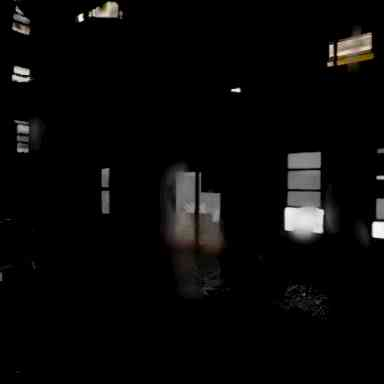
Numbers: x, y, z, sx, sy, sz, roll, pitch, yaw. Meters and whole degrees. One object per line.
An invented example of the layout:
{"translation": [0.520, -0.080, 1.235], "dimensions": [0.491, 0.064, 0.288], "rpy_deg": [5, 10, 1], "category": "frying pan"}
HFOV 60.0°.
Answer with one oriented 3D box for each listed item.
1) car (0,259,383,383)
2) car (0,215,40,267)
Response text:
{"translation": [-0.243, 1.565, 2.884], "dimensions": [4.313, 1.339, 1.947], "rpy_deg": [0, 1, 36], "category": "car"}
{"translation": [-4.761, 1.312, 6.105], "dimensions": [5.009, 1.841, 2.192], "rpy_deg": [0, 1, 36], "category": "car"}
